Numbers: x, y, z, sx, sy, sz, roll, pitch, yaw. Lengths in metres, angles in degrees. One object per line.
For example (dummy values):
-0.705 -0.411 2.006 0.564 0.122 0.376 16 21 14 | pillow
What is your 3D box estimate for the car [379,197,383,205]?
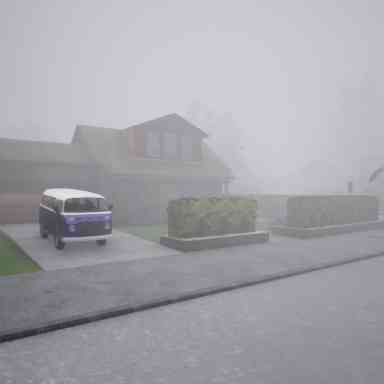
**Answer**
24.676 0.985 41.440 3.866 1.878 1.905 0 0 0 | car
